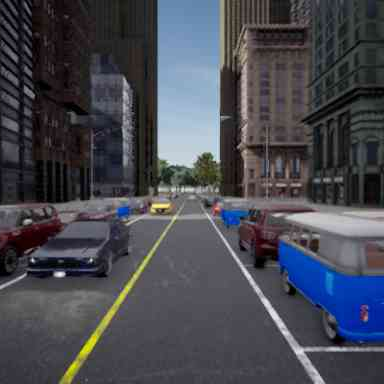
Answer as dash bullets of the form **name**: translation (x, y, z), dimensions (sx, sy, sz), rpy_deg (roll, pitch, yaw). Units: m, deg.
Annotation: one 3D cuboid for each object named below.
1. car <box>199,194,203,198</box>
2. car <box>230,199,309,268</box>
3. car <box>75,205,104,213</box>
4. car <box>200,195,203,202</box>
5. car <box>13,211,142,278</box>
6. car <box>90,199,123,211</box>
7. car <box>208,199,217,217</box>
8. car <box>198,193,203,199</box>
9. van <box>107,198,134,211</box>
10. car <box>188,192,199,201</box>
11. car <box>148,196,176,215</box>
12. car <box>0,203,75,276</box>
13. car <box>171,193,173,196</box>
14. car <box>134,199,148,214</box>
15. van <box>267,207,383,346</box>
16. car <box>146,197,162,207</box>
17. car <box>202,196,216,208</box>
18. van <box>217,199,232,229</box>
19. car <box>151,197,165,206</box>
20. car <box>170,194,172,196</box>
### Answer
- **car**: translation (2.765, 1.520, 57.112), dimensions (2.008, 1.369, 4.403), rpy_deg (-1, 0, 0)
- **car**: translation (2.778, 1.313, 11.261), dimensions (2.192, 1.841, 5.009), rpy_deg (-1, 0, 0)
- **car**: translation (-5.769, 1.542, 15.355), dimensions (1.887, 1.381, 4.507), rpy_deg (-1, 0, 0)
- **car**: translation (2.764, 1.541, 51.911), dimensions (1.947, 1.339, 4.313), rpy_deg (-1, 0, 0)
- **car**: translation (-3.082, 1.546, 10.428), dimensions (2.033, 1.411, 5.357), rpy_deg (0, 0, 0)
- **car**: translation (-5.769, 1.436, 20.240), dimensions (1.967, 1.590, 4.097), rpy_deg (-1, 0, 0)
- **car**: translation (2.760, 1.573, 31.099), dimensions (1.802, 1.307, 4.206), rpy_deg (-1, 0, 0)
- **car**: translation (2.767, 1.476, 67.688), dimensions (1.752, 1.417, 4.829), rpy_deg (-1, 0, 0)
- **van**: translation (-5.770, 1.335, 25.127), dimensions (1.690, 1.788, 3.998), rpy_deg (-1, 0, 0)
- **car**: translation (0.014, 1.302, 74.299), dimensions (1.812, 1.442, 4.674), rpy_deg (0, 0, 0)
- **car**: translation (-2.995, 1.475, 33.715), dimensions (1.882, 1.535, 5.008), rpy_deg (0, 0, 0)
- **car**: translation (-5.773, 1.314, 10.468), dimensions (2.192, 1.841, 5.009), rpy_deg (-1, 0, 0)
- **car**: translation (-5.758, 1.506, 72.725), dimensions (1.947, 1.339, 4.313), rpy_deg (-1, 0, 0)
- **car**: translation (-5.767, 1.430, 35.078), dimensions (1.967, 1.590, 4.097), rpy_deg (-1, 0, 0)
- **van**: translation (2.771, 1.340, 6.173), dimensions (1.690, 1.788, 3.998), rpy_deg (-1, 0, 0)
- **car**: translation (-5.762, 1.522, 51.213), dimensions (1.887, 1.381, 4.507), rpy_deg (-1, 0, 0)
- **car**: translation (2.763, 1.547, 46.707), dimensions (1.947, 1.339, 4.313), rpy_deg (-1, 0, 0)
- **van**: translation (2.792, 1.336, 21.436), dimensions (1.690, 1.788, 3.998), rpy_deg (-1, 0, 0)
- **car**: translation (-5.761, 1.552, 56.590), dimensions (1.802, 1.307, 4.206), rpy_deg (-1, 0, 0)
- **car**: translation (-5.759, 1.503, 67.345), dimensions (2.008, 1.369, 4.403), rpy_deg (-1, 0, 0)
